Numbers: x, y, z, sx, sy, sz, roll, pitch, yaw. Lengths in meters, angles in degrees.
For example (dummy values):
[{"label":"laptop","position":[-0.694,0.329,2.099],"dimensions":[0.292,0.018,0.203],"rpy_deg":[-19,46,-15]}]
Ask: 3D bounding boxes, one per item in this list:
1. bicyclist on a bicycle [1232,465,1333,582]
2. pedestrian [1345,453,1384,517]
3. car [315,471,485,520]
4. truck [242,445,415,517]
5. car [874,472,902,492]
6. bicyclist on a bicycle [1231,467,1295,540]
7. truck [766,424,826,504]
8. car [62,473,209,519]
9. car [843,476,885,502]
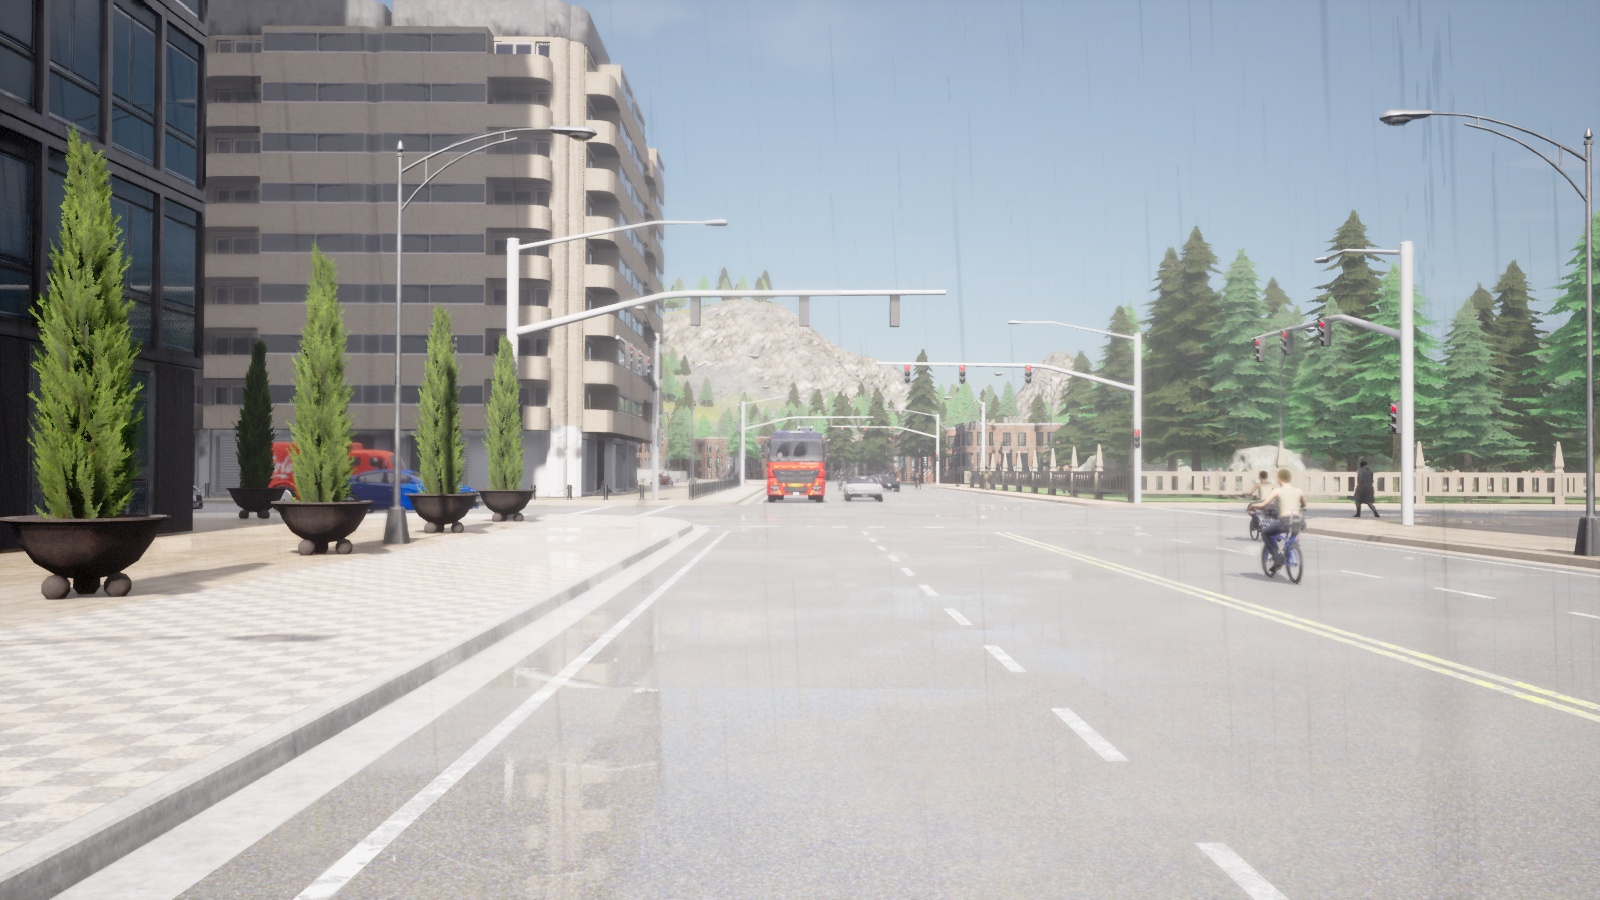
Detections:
[{"label":"bicyclist on a bicycle","position":[6.945,1.027,18.154],"dimensions":[0.866,1.612,1.509],"rpy_deg":[0,-1,0]},{"label":"pedestrian","position":[17.420,1.065,38.775],"dimensions":[0.659,1.952,0.873],"rpy_deg":[0,-1,-16]},{"label":"car","position":[-13.090,1.481,41.321],"dimensions":[5.008,1.535,1.882],"rpy_deg":[0,-1,0]},{"label":"truck","position":[-16.747,1.090,44.837],"dimensions":[5.204,2.467,2.627],"rpy_deg":[0,-1,0]},{"label":"car","position":[6.723,2.411,96.059],"dimensions":[1.845,1.501,3.633],"rpy_deg":[0,-1,0]},{"label":"bicyclist on a bicycle","position":[10.412,1.183,28.270],"dimensions":[0.866,1.612,1.509],"rpy_deg":[0,-1,0]},{"label":"truck","position":[-0.192,0.738,64.917],"dimensions":[2.891,3.827,8.468],"rpy_deg":[0,-1,0]},{"label":"car","position":[-21.819,1.504,41.343],"dimensions":[3.806,1.475,1.970],"rpy_deg":[0,-1,0]},{"label":"car","position":[3.310,2.002,65.676],"dimensions":[1.895,1.301,4.718],"rpy_deg":[0,-1,0]}]
